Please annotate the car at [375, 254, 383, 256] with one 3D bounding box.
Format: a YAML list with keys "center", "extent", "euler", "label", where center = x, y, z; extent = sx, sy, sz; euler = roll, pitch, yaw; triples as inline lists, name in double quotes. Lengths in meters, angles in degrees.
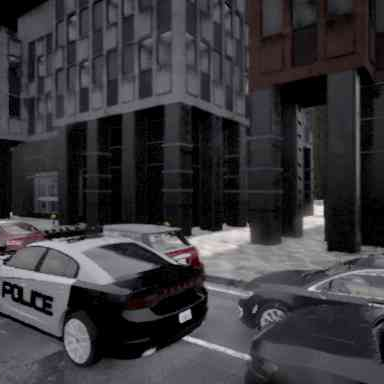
- center: [2.760, 1.571, 4.673]
  extent: [4.403, 1.369, 2.008]
  euler: [0, 0, 36]
  label: "car"

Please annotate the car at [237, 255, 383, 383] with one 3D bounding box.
- center: [2.738, 1.517, 2.321]
  extent: [4.892, 1.490, 1.837]
  euler: [0, 0, 36]
  label: "car"

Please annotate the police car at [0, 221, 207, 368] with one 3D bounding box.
- center: [-2.192, 1.445, 5.931]
  extent: [5.238, 1.638, 1.930]
  euler: [0, 0, 36]
  label: "police car"
